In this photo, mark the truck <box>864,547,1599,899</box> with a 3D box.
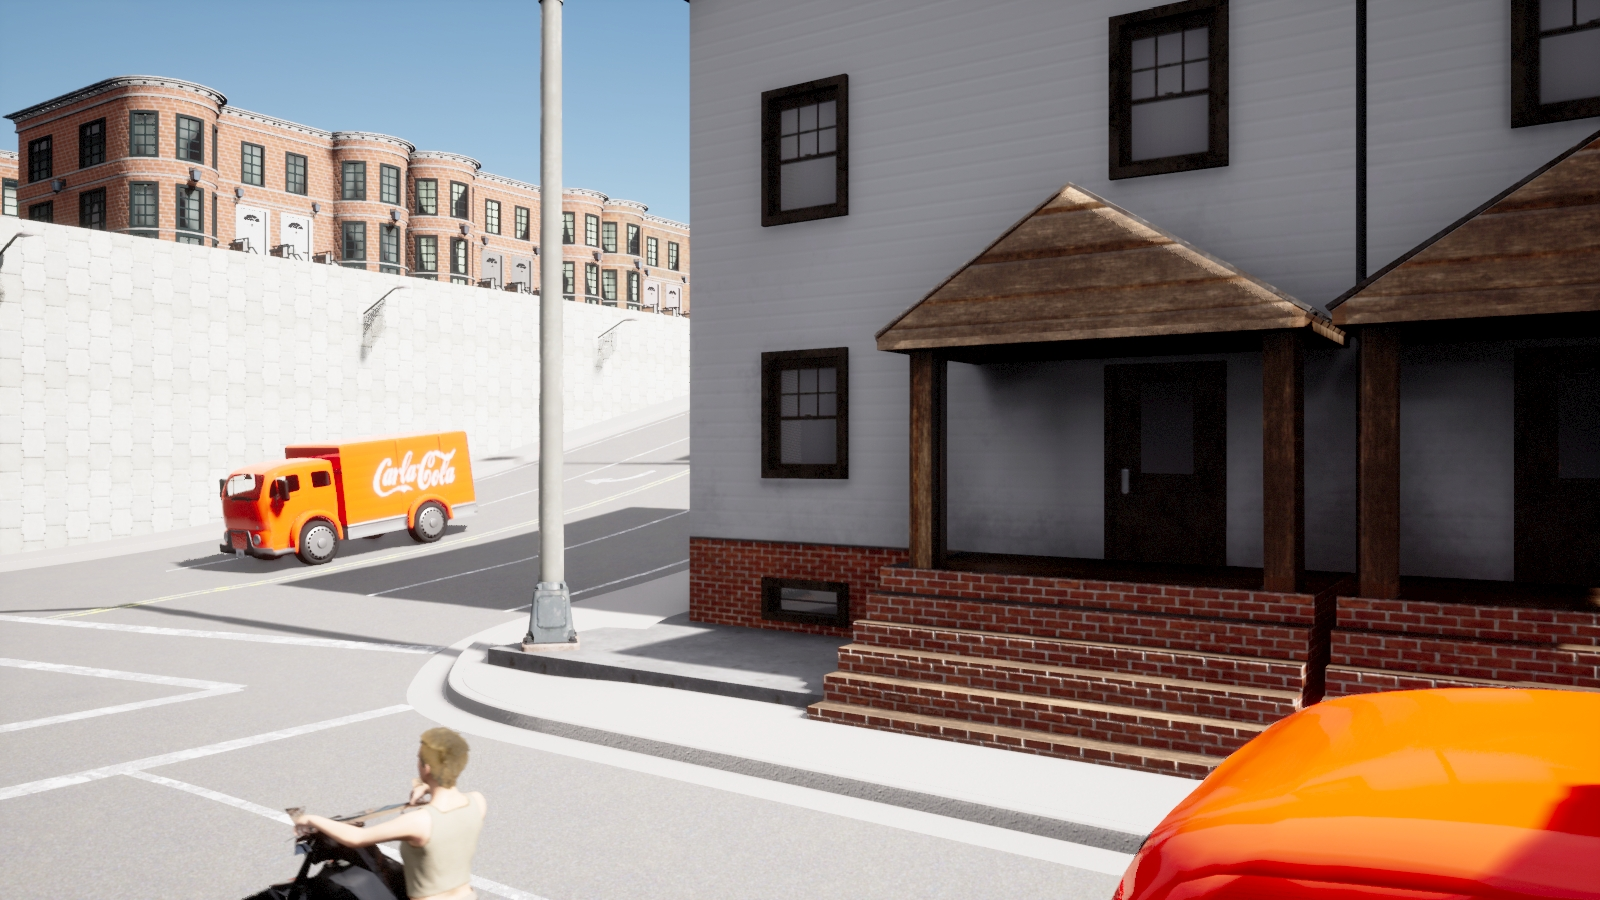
[{"bbox_3d":[3.017,1.556,1.671,5.204,2.467,2.627,-1,-1,35],"label":"truck"}]

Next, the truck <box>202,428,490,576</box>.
[{"bbox_3d":[-9.981,0.999,25.587,2.627,2.467,5.204,0,7,35],"label":"truck"}]
